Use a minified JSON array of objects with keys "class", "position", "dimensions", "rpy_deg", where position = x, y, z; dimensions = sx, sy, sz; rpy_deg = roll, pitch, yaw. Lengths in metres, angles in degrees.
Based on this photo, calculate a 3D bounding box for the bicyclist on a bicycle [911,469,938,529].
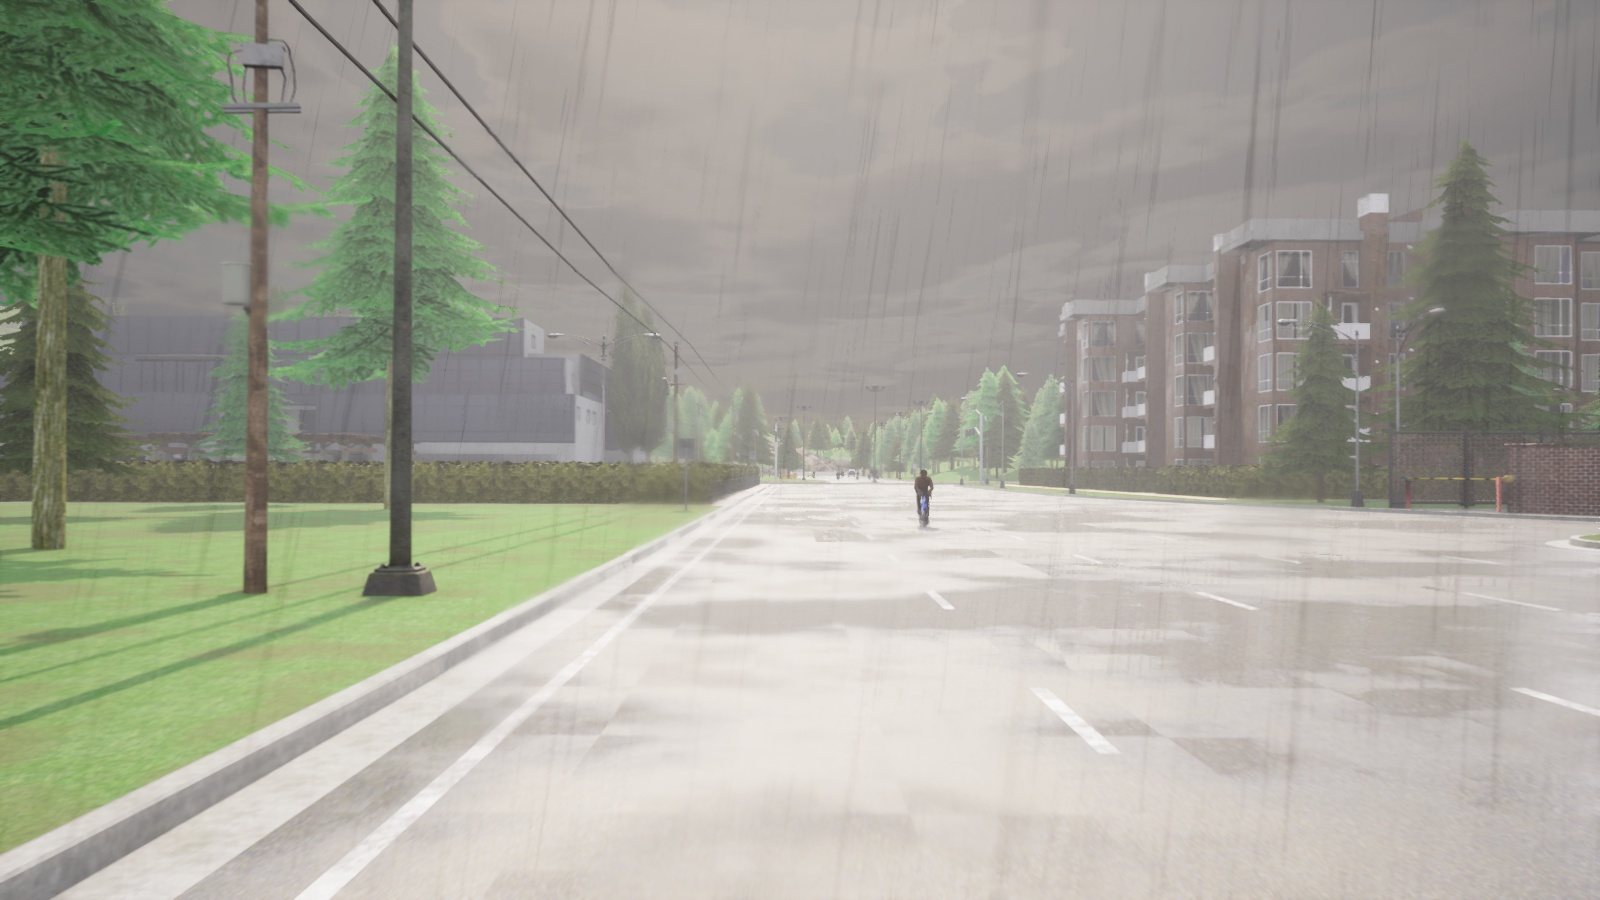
[{"class":"bicyclist on a bicycle","position":[3.417,1.333,34.590],"dimensions":[0.582,1.620,1.656],"rpy_deg":[0,-1,0]}]
